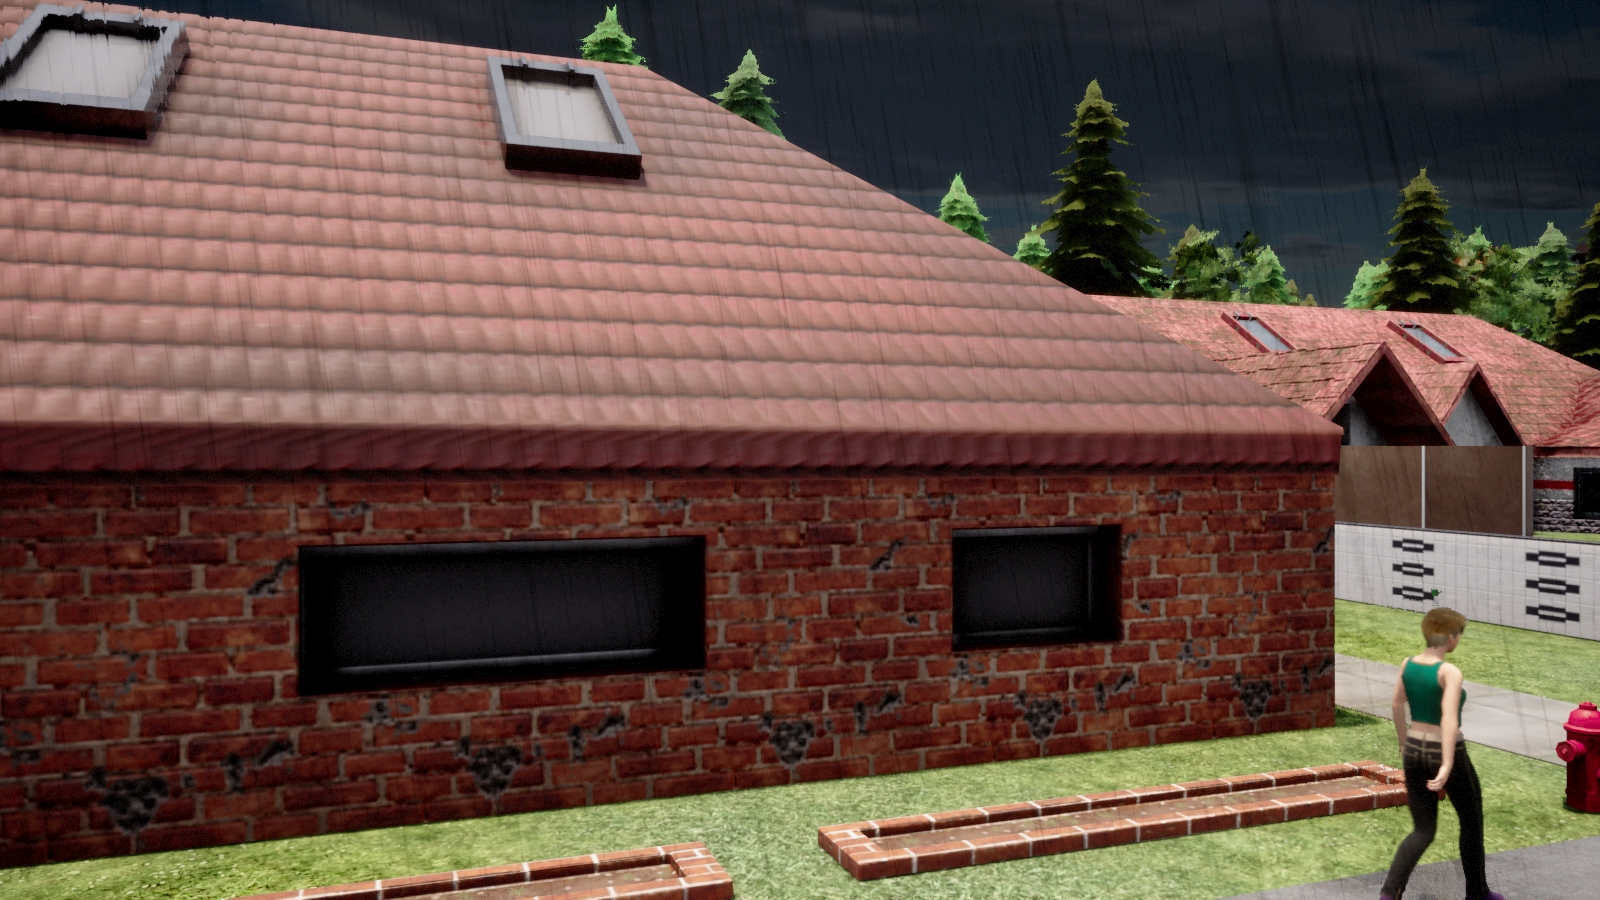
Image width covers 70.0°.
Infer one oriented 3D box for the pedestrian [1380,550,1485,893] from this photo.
[{"bbox_3d":[3.627,1.524,6.564,0.375,1.860,0.375,0,0,-20],"label":"pedestrian"}]
